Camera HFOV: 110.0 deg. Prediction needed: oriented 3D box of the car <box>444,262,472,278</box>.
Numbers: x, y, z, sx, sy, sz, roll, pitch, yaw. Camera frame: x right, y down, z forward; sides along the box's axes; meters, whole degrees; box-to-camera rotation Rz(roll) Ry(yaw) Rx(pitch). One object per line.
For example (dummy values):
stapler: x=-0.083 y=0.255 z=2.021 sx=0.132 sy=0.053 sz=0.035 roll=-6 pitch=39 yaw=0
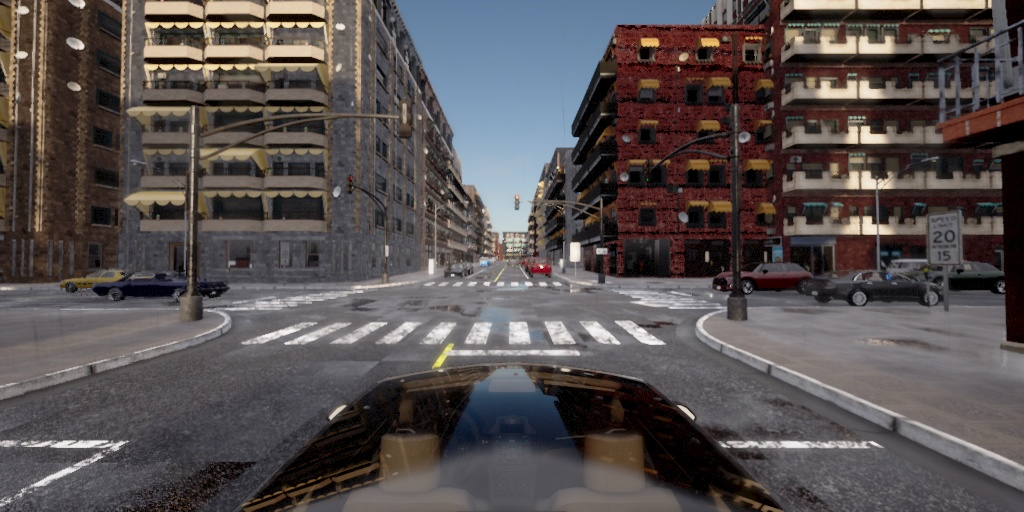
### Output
car: x=-5.259 y=1.315 z=33.984 sx=1.948 sy=1.339 sz=4.313 roll=0 pitch=0 yaw=0

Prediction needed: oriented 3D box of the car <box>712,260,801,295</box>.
car: x=13.246 y=1.094 z=19.115 sx=4.553 sy=1.767 sz=2.097 roll=0 pitch=-1 yaw=-1

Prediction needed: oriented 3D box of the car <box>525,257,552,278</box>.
car: x=2.622 y=1.064 z=34.015 sx=2.192 sy=1.841 sz=5.009 roll=0 pitch=0 yaw=0

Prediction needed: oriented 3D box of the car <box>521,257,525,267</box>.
car: x=2.641 y=1.068 z=45.138 sx=2.192 sy=1.841 sz=5.009 roll=0 pitch=0 yaw=0

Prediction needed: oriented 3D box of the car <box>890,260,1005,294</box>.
car: x=23.095 y=1.072 z=19.095 sx=4.553 sy=1.767 sz=2.097 roll=0 pitch=-1 yaw=0

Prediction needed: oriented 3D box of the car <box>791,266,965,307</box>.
car: x=13.765 y=1.180 z=13.703 sx=4.403 sy=1.370 sz=2.007 roll=0 pitch=0 yaw=0

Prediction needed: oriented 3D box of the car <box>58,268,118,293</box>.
car: x=-24.409 y=1.428 z=21.740 sx=4.829 sy=1.417 sz=1.751 roll=0 pitch=0 yaw=0

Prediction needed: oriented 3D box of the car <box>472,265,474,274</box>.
car: x=-5.249 y=1.316 z=39.545 sx=1.948 sy=1.339 sz=4.313 roll=0 pitch=0 yaw=0

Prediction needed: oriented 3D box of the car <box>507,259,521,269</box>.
car: x=0.199 y=1.271 z=58.748 sx=2.128 sy=1.511 sz=4.902 roll=0 pitch=0 yaw=0

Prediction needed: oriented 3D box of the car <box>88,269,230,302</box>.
car: x=-15.704 y=1.365 z=16.270 sx=4.718 sy=1.301 sz=1.895 roll=0 pitch=-1 yaw=1
